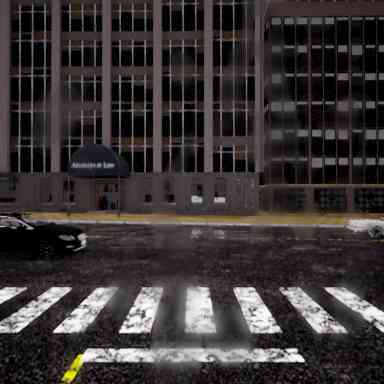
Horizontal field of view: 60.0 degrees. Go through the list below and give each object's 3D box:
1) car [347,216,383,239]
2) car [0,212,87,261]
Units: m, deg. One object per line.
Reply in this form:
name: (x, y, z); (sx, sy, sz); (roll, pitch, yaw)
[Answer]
car: (11.236, 1.847, 18.330); (4.718, 1.301, 1.895); (1, -1, 1)
car: (-6.300, 1.484, 11.853); (4.902, 1.511, 2.128); (1, 0, 1)
